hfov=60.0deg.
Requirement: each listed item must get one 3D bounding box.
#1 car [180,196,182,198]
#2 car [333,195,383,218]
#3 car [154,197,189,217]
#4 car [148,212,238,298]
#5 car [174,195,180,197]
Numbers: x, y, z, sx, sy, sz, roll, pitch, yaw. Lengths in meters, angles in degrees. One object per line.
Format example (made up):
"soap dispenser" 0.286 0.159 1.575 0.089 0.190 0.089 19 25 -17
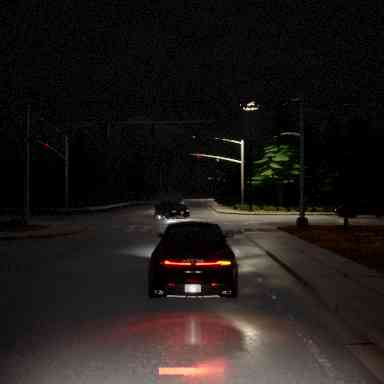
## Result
"car" -3.301 1.479 74.093 1.837 1.490 4.892 0 0 2
"car" 15.558 1.248 29.621 5.566 2.045 2.150 0 0 1
"car" -1.912 1.523 29.812 1.837 1.490 4.892 -2 0 -27
"car" 0.036 1.501 8.481 1.837 1.490 4.892 0 0 0
"car" -3.621 1.501 59.084 1.837 1.490 4.892 0 1 1
